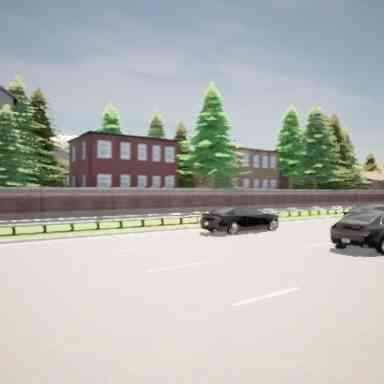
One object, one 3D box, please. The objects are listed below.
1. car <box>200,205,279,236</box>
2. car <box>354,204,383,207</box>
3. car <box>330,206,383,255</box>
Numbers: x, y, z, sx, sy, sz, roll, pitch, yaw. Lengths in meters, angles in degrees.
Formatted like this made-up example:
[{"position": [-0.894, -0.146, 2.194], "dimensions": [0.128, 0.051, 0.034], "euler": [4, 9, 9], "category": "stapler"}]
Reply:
[{"position": [2.751, 1.482, 18.610], "dimensions": [5.008, 1.535, 1.882], "euler": [0, 0, -36], "category": "car"}, {"position": [11.089, 1.513, 20.268], "dimensions": [4.892, 1.490, 1.837], "euler": [0, 0, -36], "category": "car"}, {"position": [7.530, 1.510, 13.427], "dimensions": [4.892, 1.490, 1.837], "euler": [0, 0, -36], "category": "car"}]
